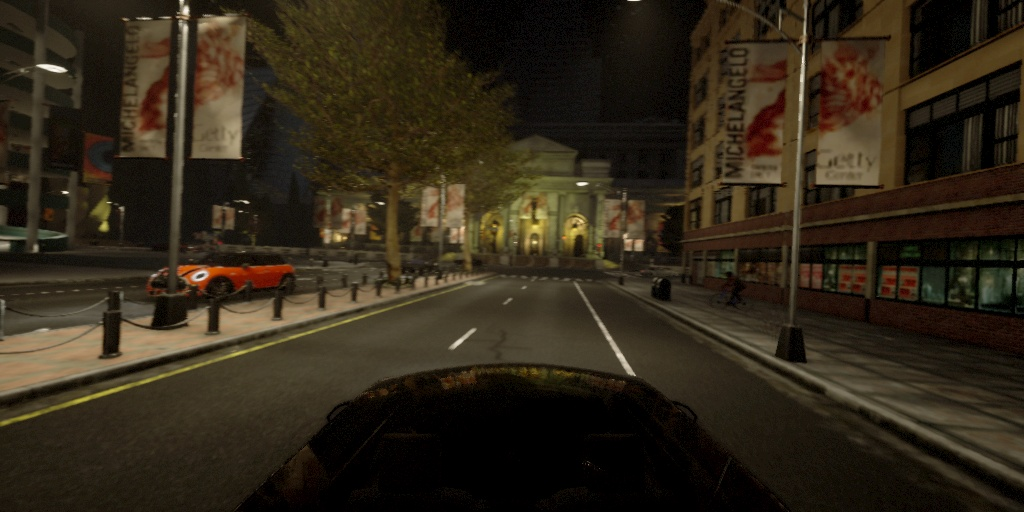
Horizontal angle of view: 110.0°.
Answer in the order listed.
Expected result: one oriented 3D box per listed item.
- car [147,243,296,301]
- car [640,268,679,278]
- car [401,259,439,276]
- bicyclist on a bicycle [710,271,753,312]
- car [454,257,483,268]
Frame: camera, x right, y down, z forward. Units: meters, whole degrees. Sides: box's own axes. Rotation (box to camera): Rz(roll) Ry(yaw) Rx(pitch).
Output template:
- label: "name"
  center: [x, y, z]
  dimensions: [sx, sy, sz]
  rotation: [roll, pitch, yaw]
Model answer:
- label: "car"
  center: [-10.381, 0.595, 13.292]
  dimensions: [2.097, 1.767, 4.553]
  rotation: [3, 0, 8]
- label: "car"
  center: [19.647, 2.221, 47.813]
  dimensions: [4.718, 1.301, 1.895]
  rotation: [3, 0, 7]
- label: "car"
  center: [-7.924, 0.937, 31.191]
  dimensions: [2.033, 1.411, 5.357]
  rotation: [3, 0, 8]
- label: "bicyclist on a bicycle"
  center: [8.969, 1.457, 14.624]
  dimensions: [1.656, 1.620, 0.582]
  rotation: [3, 0, 8]
- label: "car"
  center: [-6.397, 0.874, 52.788]
  dimensions: [4.902, 1.511, 2.128]
  rotation: [3, 0, 32]
